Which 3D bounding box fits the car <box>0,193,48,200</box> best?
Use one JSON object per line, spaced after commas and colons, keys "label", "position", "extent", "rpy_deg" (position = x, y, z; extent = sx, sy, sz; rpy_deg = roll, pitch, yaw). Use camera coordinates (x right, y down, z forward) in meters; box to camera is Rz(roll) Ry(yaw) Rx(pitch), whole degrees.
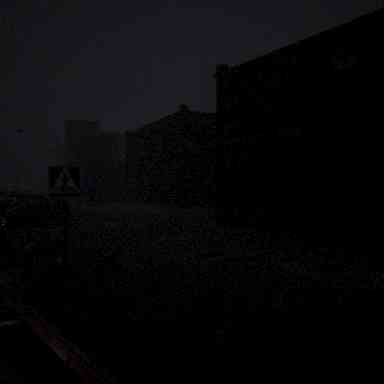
{"label": "car", "position": [-13.084, 1.214, 25.805], "extent": [4.553, 1.767, 2.185], "rpy_deg": [-1, 1, -31]}

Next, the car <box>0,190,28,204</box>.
{"label": "car", "position": [-28.917, 0.793, 51.961], "extent": [5.566, 2.045, 2.435], "rpy_deg": [-1, 1, -31]}

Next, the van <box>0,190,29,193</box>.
{"label": "van", "position": [-14.717, 1.097, 28.215], "extent": [4.442, 1.987, 1.878], "rpy_deg": [-1, 1, -31]}

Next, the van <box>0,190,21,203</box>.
{"label": "van", "position": [-31.718, 0.769, 56.762], "extent": [4.442, 1.987, 1.878], "rpy_deg": [-1, 1, -31]}

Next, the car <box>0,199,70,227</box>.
{"label": "car", "position": [-10.321, 1.396, 21.125], "extent": [4.792, 1.488, 2.163], "rpy_deg": [-1, 1, -31]}

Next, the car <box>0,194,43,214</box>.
{"label": "car", "position": [-17.404, 1.142, 32.944], "extent": [4.553, 1.767, 2.185], "rpy_deg": [-1, 1, -31]}

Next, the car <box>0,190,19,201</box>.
{"label": "car", "position": [-37.598, 0.665, 66.199], "extent": [5.566, 2.045, 2.435], "rpy_deg": [-1, 1, -31]}

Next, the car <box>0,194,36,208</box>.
{"label": "car", "position": [-23.026, 1.145, 42.536], "extent": [5.366, 1.575, 1.946], "rpy_deg": [-1, 1, -31]}

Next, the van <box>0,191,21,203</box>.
{"label": "van", "position": [-30.480, 0.795, 54.265], "extent": [4.442, 1.987, 1.878], "rpy_deg": [-1, 1, -31]}

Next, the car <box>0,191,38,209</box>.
{"label": "car", "position": [-21.722, 0.929, 40.072], "extent": [5.566, 2.045, 2.435], "rpy_deg": [-1, 1, -31]}

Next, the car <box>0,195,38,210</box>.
{"label": "car", "position": [-20.302, 1.211, 37.688], "extent": [4.892, 1.521, 2.231], "rpy_deg": [-1, 1, -31]}

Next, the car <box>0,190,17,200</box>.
{"label": "car", "position": [-41.912, 0.617, 73.330], "extent": [5.566, 2.045, 2.435], "rpy_deg": [-1, 1, -31]}
